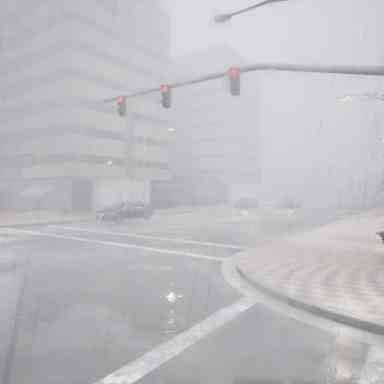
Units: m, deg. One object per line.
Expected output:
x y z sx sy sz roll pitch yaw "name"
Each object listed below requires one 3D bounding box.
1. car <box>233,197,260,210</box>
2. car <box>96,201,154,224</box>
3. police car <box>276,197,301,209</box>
6.920 1.436 41.719 1.837 1.490 4.892 0 0 36 "car"
-4.989 1.477 25.204 2.128 1.511 4.902 0 0 36 "car"
12.615 1.428 43.482 2.038 1.542 4.974 0 0 36 "police car"
